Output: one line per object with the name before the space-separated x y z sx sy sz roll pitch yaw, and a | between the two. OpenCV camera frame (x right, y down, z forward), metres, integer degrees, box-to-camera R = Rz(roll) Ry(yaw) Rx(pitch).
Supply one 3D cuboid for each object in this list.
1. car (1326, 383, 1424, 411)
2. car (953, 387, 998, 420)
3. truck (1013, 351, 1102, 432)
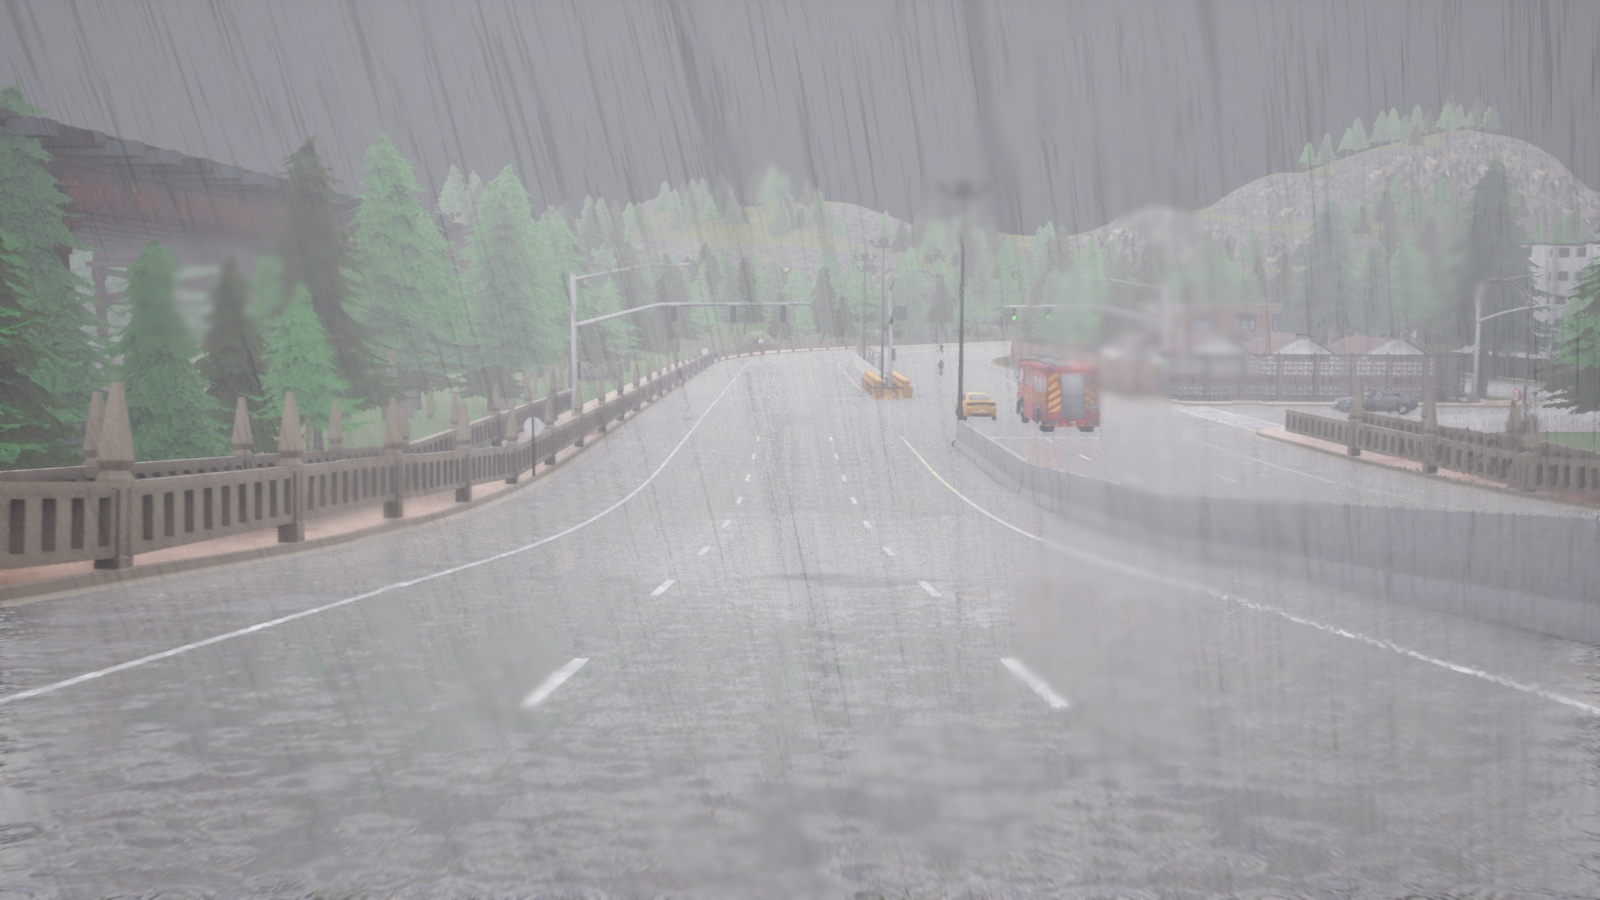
car | 34.928 -3.226 76.373 4.902 1.511 2.128 0 6 1
car | 10.131 -2.712 72.762 1.882 1.535 5.008 0 6 0
truck | 13.672 -3.274 67.339 2.891 3.827 8.468 0 6 0
